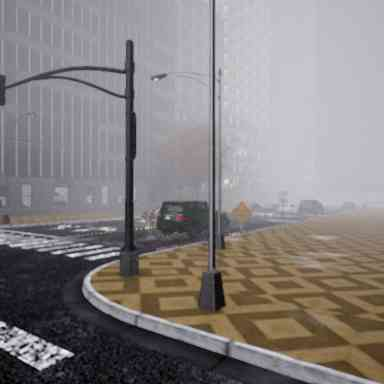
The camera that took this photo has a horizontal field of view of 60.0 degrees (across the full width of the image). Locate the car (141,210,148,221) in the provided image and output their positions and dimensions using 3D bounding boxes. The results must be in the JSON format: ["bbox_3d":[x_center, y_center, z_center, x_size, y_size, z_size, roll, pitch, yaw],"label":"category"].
[{"bbox_3d":[-1.895,1.760,28.921,2.097,1.767,4.553,0,-1,33],"label":"car"}]

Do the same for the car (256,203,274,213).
[{"bbox_3d":[11.985,2.409,50.270,2.033,1.411,5.357,0,-1,33],"label":"car"}]

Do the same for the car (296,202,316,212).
[{"bbox_3d":[18.904,2.483,54.937,1.882,1.535,5.008,0,-1,33],"label":"car"}]

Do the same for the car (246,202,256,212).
[{"bbox_3d":[9.585,2.389,52.537,1.812,1.442,4.674,0,-1,33],"label":"car"}]

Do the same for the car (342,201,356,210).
[{"bbox_3d":[31.213,2.643,65.900,2.097,1.767,4.553,0,-1,33],"label":"car"}]

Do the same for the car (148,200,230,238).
[{"bbox_3d":[0.200,1.532,19.935,2.150,2.045,5.566,0,-1,34],"label":"car"}]

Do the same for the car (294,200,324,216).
[{"bbox_3d":[15.888,2.048,44.218,2.150,2.045,5.566,0,-1,35],"label":"car"}]

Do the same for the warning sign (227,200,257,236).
[{"bbox_3d":[2.822,1.442,18.780,1.300,1.860,1.060,1,1,33],"label":"warning sign"}]

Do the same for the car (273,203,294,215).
[{"bbox_3d":[13.343,2.349,46.248,1.812,1.442,4.674,0,-1,33],"label":"car"}]
